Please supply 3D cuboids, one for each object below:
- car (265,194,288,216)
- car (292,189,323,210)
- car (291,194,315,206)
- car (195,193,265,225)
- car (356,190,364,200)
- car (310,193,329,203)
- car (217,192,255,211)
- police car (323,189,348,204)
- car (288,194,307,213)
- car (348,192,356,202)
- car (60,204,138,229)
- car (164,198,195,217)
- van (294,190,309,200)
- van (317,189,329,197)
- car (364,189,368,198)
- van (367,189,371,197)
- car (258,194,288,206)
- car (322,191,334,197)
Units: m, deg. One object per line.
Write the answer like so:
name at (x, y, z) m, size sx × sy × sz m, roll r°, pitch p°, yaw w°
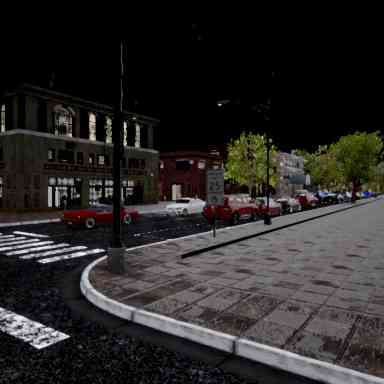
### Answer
car at (5.823, 1.152, 26.723) m, size 1.967 × 1.590 × 4.097 m, roll 1°, pitch 2°, yaw 34°
car at (12.105, 0.893, 35.856) m, size 2.192 × 1.841 × 5.009 m, roll 1°, pitch 2°, yaw 34°
car at (15.003, 0.971, 44.743) m, size 1.812 × 1.442 × 4.674 m, roll 1°, pitch 1°, yaw 35°
car at (2.684, 1.093, 22.153) m, size 2.192 × 1.841 × 5.009 m, roll 1°, pitch 1°, yaw 34°
car at (30.943, 0.751, 63.266) m, size 1.802 × 1.307 × 4.206 m, roll 1°, pitch 2°, yaw 34°
car at (20.012, 0.861, 52.129) m, size 1.812 × 1.442 × 4.674 m, roll 1°, pitch 1°, yaw 35°
car at (4.745, 0.933, 35.378) m, size 2.097 × 1.767 × 4.553 m, roll 1°, pitch 1°, yaw 35°
police car at (19.853, 0.847, 46.365) m, size 1.930 × 1.638 × 5.238 m, roll 1°, pitch 1°, yaw 35°
car at (8.962, 1.195, 31.294) m, size 2.008 × 1.369 × 4.403 m, roll 1°, pitch 2°, yaw 34°
car at (23.722, 0.690, 52.029) m, size 2.097 × 1.767 × 4.553 m, roll 1°, pitch 1°, yaw 35°
car at (-5.567, 1.401, 20.390) m, size 1.895 × 1.301 × 4.718 m, roll 1°, pitch 1°, yaw 34°
car at (-0.385, 1.216, 27.933) m, size 1.812 × 1.442 × 4.674 m, roll 1°, pitch 1°, yaw 35°
van at (20.892, 0.504, 63.430) m, size 1.690 × 1.788 × 3.998 m, roll 1°, pitch 2°, yaw 34°
van at (30.312, 0.297, 77.131) m, size 1.690 × 1.788 × 3.998 m, roll 1°, pitch 2°, yaw 34°
car at (34.180, 0.623, 67.972) m, size 1.752 × 1.417 × 4.829 m, roll 1°, pitch 2°, yaw 34°
van at (40.366, 0.302, 76.964) m, size 1.690 × 1.788 × 3.998 m, roll 1°, pitch 2°, yaw 34°
car at (10.781, 1.000, 44.106) m, size 2.033 × 1.411 × 5.357 m, roll 1°, pitch 1°, yaw 35°
car at (33.450, 0.437, 81.704) m, size 2.008 × 1.369 × 4.403 m, roll 1°, pitch 2°, yaw 34°
